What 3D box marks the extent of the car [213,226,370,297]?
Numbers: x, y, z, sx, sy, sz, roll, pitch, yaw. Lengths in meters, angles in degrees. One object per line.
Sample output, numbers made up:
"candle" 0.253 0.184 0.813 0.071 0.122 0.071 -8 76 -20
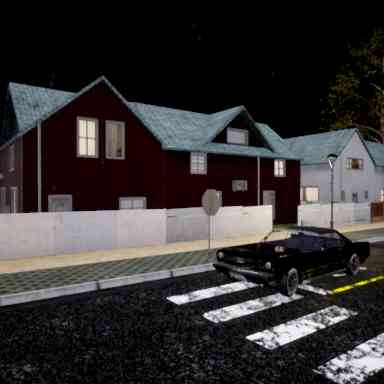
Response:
"car" 2.803 1.630 8.867 4.718 1.301 1.895 0 0 -39
